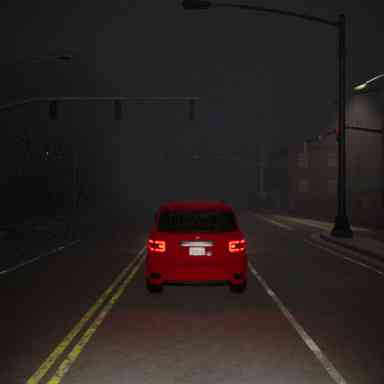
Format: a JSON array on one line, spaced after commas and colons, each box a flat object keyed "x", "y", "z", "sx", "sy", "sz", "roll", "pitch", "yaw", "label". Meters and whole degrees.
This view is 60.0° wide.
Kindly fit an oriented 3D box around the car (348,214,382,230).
[{"x": 15.740, "y": 2.646, "z": 29.617, "sx": 4.718, "sy": 1.301, "sz": 1.895, "roll": 8, "pitch": 0, "yaw": 0, "label": "car"}]

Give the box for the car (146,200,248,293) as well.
[{"x": 0.095, "y": 1.221, "z": 9.015, "sx": 2.150, "sy": 2.045, "sz": 5.566, "roll": 0, "pitch": 0, "yaw": 0, "label": "car"}]
